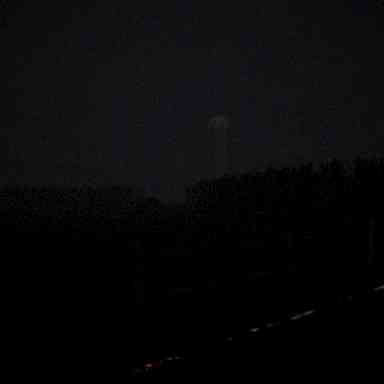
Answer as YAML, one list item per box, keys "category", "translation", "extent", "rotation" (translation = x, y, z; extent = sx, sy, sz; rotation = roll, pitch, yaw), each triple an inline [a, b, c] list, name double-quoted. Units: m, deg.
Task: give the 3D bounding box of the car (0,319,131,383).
- category: "car"
  translation: [-2.547, 1.500, 1.196]
  extent: [4.902, 1.511, 2.128]
  rotation: [0, 0, -35]
